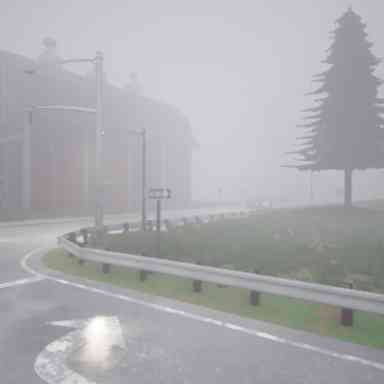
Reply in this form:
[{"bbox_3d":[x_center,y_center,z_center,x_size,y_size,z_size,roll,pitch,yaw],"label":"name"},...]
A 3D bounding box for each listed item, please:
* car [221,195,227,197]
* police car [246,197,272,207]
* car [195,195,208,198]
[{"bbox_3d":[8.707,1.498,92.058,1.784,1.438,3.905,0,0,36],"label":"car"},{"bbox_3d":[8.800,1.512,43.831,2.038,1.542,4.974,0,0,37],"label":"police car"},{"bbox_3d":[2.135,1.483,80.934,1.816,1.474,4.193,0,0,36],"label":"car"}]
